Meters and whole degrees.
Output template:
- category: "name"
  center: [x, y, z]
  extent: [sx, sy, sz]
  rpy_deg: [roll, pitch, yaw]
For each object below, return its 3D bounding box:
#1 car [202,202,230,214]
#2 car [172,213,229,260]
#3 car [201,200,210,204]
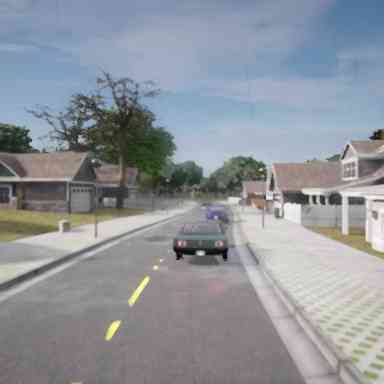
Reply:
- category: "car"
  center: [2.206, 1.851, 28.545]
  extent: [1.812, 1.442, 4.674]
  rpy_deg: [0, 0, 8]
- category: "car"
  center: [0.467, 1.736, 13.069]
  extent: [1.895, 1.301, 4.718]
  rpy_deg: [0, -1, 5]
- category: "car"
  center: [2.838, 2.287, 65.398]
  extent: [2.033, 1.411, 5.357]
  rpy_deg: [0, -1, 3]
